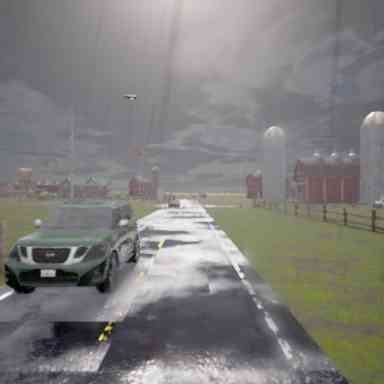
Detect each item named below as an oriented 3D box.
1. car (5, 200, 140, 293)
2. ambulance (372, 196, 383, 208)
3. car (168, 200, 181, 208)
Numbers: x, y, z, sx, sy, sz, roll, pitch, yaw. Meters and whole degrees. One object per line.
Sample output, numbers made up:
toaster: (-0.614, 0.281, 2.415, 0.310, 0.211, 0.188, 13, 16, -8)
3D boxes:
car: (-2.856, 1.274, 9.358, 2.150, 2.045, 5.566, 0, 0, 0)
ambulance: (39.373, 2.088, 66.369, 6.366, 2.431, 2.351, 1, -1, 0)
car: (-2.781, 1.918, 53.477, 2.033, 1.411, 5.357, 0, 0, 0)
